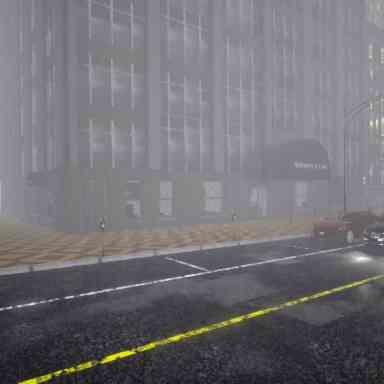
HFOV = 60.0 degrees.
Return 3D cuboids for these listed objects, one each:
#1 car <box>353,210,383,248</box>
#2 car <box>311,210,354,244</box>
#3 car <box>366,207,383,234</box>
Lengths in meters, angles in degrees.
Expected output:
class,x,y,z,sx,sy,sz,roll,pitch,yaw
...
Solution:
class,x,y,z,sx,sy,sz,roll,pitch,yaw
car,8.873,1.502,13.571,4.892,1.490,1.837,0,0,-35
car,7.474,1.542,15.764,4.507,1.381,1.887,0,-1,-35
car,12.101,1.547,19.065,4.403,1.369,2.008,0,-1,-35
